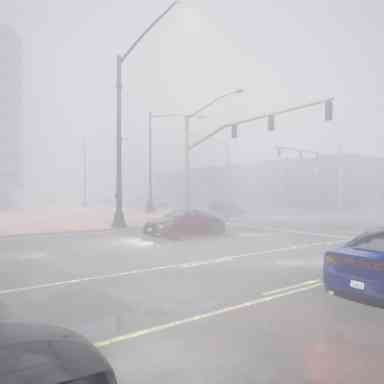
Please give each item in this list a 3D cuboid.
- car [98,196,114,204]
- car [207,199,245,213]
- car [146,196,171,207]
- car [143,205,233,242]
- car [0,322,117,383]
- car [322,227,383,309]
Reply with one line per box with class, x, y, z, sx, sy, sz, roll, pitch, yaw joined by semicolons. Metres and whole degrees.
car;-16.822;1.495;65.241;2.128;1.511;4.902;0;0;-35
car;3.641;1.490;36.405;2.128;1.511;4.902;0;0;-35
car;-4.877;1.352;48.340;2.097;1.767;4.553;0;0;-35
car;-0.320;1.564;16.605;4.181;1.385;1.994;0;0;-35
car;-2.804;1.505;1.753;4.892;1.490;1.837;0;0;-35
car;4.928;1.478;7.262;5.008;1.535;1.882;0;0;-35
